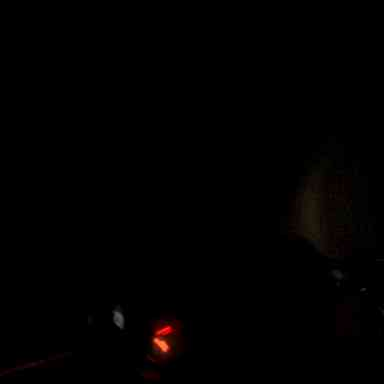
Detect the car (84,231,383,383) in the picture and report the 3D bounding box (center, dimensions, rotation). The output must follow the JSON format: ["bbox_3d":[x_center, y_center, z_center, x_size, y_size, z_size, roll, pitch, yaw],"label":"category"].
[{"bbox_3d":[0.956,1.345,4.737,4.553,1.767,2.097,0,0,-36],"label":"car"}]
